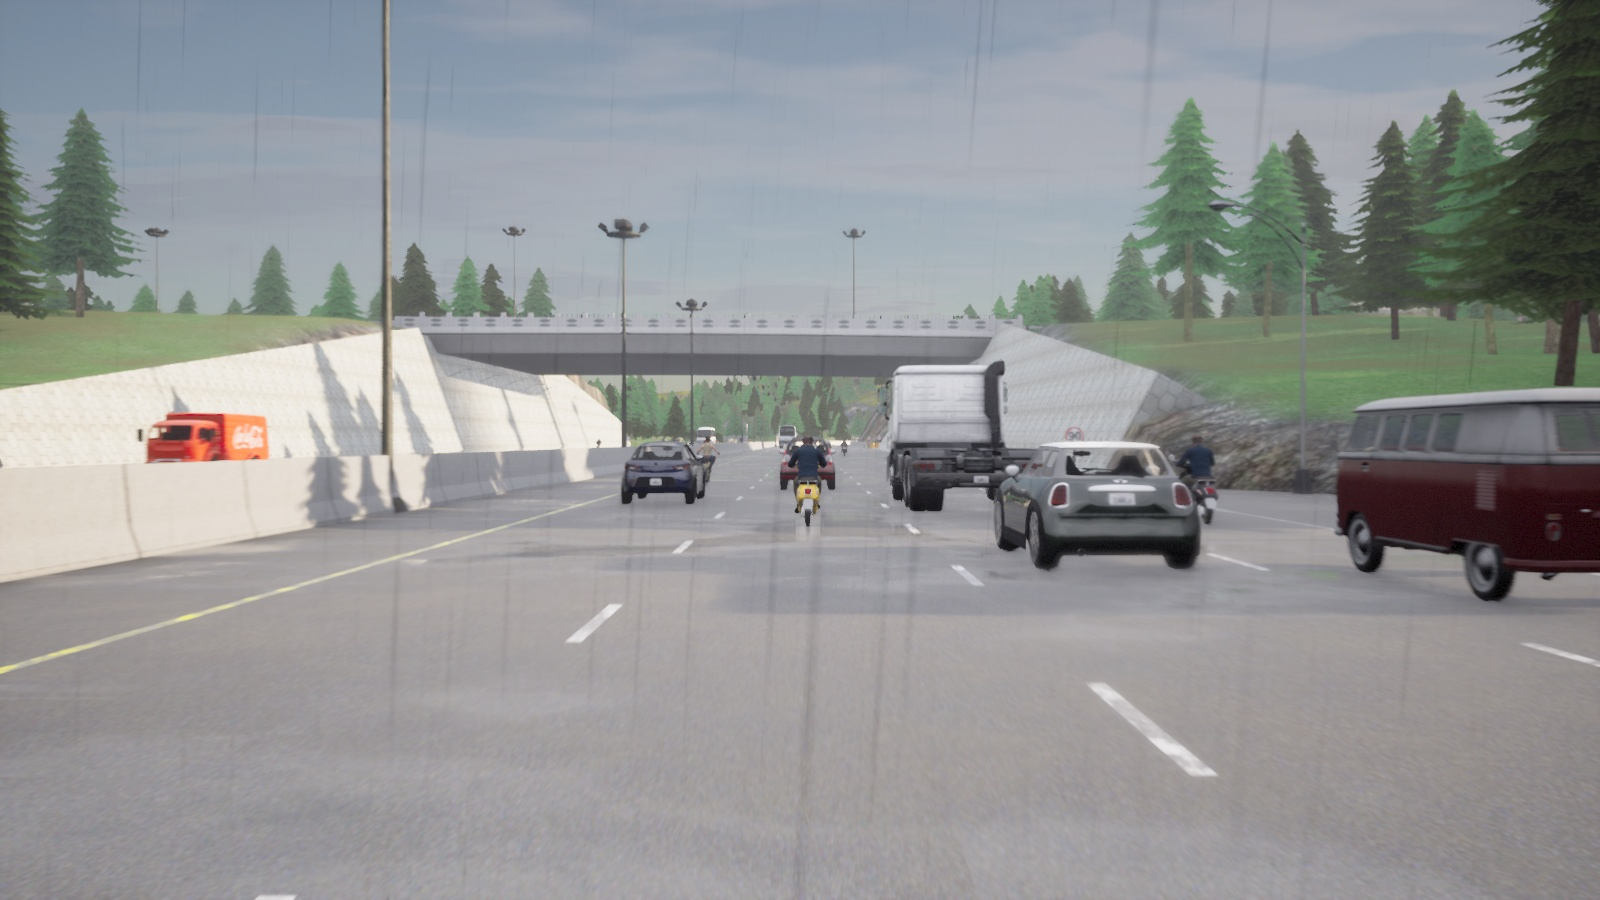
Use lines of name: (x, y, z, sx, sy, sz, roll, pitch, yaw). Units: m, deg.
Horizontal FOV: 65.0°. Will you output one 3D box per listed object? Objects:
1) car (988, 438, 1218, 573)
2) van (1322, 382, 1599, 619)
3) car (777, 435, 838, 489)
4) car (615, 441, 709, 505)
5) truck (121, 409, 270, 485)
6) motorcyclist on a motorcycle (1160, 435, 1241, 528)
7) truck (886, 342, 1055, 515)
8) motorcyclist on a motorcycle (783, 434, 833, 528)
car: (3.604, 0.592, 15.669, 1.970, 1.475, 3.806, 0, 0, 0)
van: (7.087, 0.405, 12.717, 1.775, 1.987, 4.442, 0, 0, 0)
car: (0.240, 0.335, 39.787, 1.851, 1.617, 3.988, 0, 1, 0)
car: (-3.311, 0.517, 30.857, 1.816, 1.474, 4.193, 0, 0, 0)
truck: (-20.740, -0.092, 43.404, 2.627, 2.467, 5.204, 0, 0, 0)
motorcyclist on a motorcycle: (7.142, 0.530, 22.471, 0.866, 1.590, 1.817, 0, 0, 0)
truck: (3.681, -0.460, 29.142, 2.891, 3.462, 7.936, 0, 0, 0)
motorcyclist on a motorcycle: (0.142, 0.525, 22.381, 0.866, 1.590, 1.817, 0, 0, 0)
